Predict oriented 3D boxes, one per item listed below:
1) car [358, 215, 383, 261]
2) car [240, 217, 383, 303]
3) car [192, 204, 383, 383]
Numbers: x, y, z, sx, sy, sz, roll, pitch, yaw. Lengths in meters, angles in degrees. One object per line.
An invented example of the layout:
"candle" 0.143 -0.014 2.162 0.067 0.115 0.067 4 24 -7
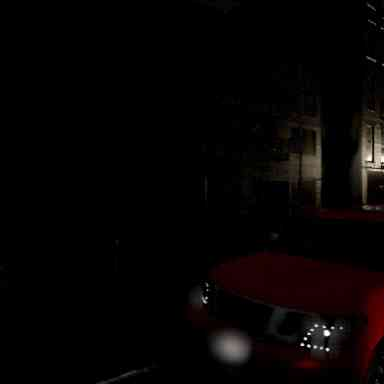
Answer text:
"car" 8.188 1.577 12.083 4.403 1.369 2.008 0 0 -36
"car" 3.656 1.540 8.835 4.829 1.417 1.752 0 0 -36
"car" 2.651 1.231 4.975 5.566 2.045 2.150 0 0 -36
